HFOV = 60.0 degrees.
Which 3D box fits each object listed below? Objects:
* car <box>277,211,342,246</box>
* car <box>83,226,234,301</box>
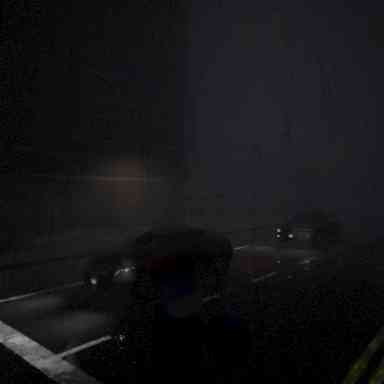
[{"bbox_3d":[6.024,1.730,16.728,1.837,1.490,4.892,-2,-1,41],"label":"car"},{"bbox_3d":[-0.633,1.700,9.090,1.812,1.442,4.674,-2,-1,41],"label":"car"}]
